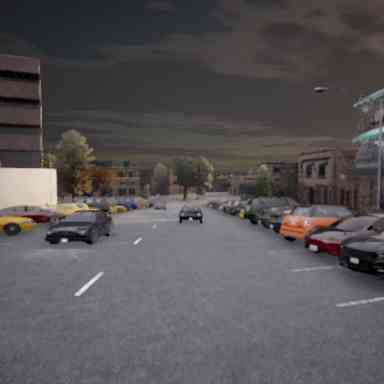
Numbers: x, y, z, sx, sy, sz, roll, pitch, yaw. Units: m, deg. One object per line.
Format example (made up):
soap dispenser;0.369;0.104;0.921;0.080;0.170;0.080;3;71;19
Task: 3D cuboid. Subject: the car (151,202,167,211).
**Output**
car;-5.459;2.434;57.702;1.837;1.490;4.892;0;-1;0

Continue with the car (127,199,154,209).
car;-11.540;2.650;74.704;5.566;2.045;2.435;0;-2;-19

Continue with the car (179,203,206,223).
car;-0.088;1.787;27.213;1.895;1.301;4.718;0;-1;0

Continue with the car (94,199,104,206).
car;-11.728;1.790;32.606;5.366;1.575;1.946;0;-1;-20

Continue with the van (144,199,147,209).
van;-11.789;2.431;65.646;4.442;1.987;1.878;0;-1;-19

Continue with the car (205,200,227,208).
car;5.556;2.771;76.706;4.553;1.767;2.185;1;-2;-21

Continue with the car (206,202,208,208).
car;5.695;2.494;61.921;5.366;1.575;1.946;1;-1;-21

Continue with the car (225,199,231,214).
car;6.254;1.750;32.647;5.008;1.535;2.097;1;-2;-20

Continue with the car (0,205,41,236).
car;-11.272;1.560;17.780;5.366;1.575;1.946;-1;-1;-20

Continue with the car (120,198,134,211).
car;-11.747;1.914;47.632;5.566;2.045;2.435;0;-1;-21

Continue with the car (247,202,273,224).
car;6.345;1.566;20.918;4.892;1.521;2.231;1;-1;-20

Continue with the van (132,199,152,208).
van;-11.635;2.757;77.646;4.442;1.987;1.878;0;-1;-19

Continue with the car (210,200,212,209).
car;6.020;2.264;53.183;5.008;1.535;2.097;1;-1;-21

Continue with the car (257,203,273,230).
car;6.362;1.537;17.980;4.892;1.521;2.231;1;-1;-20

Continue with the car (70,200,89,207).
car;-11.330;1.677;26.753;5.366;1.575;1.946;0;-1;-20

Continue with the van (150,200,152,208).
van;-11.497;2.593;71.734;4.442;1.987;1.878;0;-2;-19

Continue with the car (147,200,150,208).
car;-11.613;2.612;68.696;4.553;1.767;2.185;0;-1;-19

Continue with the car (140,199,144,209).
car;-11.739;2.494;59.675;4.892;1.521;2.231;0;-2;-20

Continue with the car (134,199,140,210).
car;-11.779;2.078;53.648;5.566;2.045;2.435;0;-1;-20

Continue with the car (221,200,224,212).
car;6.206;1.919;38.508;4.674;1.452;2.002;1;-1;-21

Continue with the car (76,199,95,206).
car;-11.700;1.733;29.614;5.366;1.575;1.946;0;-1;-20

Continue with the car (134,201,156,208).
car;-11.478;3.064;80.678;5.008;1.535;2.097;0;-1;-19

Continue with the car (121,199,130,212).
car;-11.510;2.080;44.709;5.366;1.575;1.946;0;-2;-21

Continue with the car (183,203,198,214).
car;-0.205;2.144;43.611;1.895;1.301;4.718;0;-2;0

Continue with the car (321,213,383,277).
car;6.409;1.478;9.180;5.008;1.535;2.097;1;0;-20

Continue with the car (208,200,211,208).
car;5.927;2.422;59.053;5.008;1.535;2.097;1;-1;-21

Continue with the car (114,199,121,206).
car;-11.439;1.923;38.719;5.366;1.575;1.946;0;-2;-20

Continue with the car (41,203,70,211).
car;-11.453;1.667;23.710;4.792;1.488;2.163;-1;-1;-20

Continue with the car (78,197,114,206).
car;-11.610;1.605;35.655;5.566;2.045;2.435;0;-1;-20

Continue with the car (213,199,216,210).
car;6.087;2.108;47.318;4.892;1.521;2.231;1;-2;-21

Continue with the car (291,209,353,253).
car;6.367;1.521;12.098;4.792;1.488;2.163;1;0;-20

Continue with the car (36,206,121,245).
car;-5.130;1.597;16.022;2.033;1.411;5.357;0;-1;0

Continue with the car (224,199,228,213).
car;6.204;1.686;35.580;4.553;1.767;2.185;1;-2;-20

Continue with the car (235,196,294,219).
car;6.362;1.354;23.868;5.566;2.045;2.435;1;-1;-20

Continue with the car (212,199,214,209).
car;6.050;2.187;50.249;4.892;1.521;2.231;1;-2;-21

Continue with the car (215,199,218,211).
car;6.127;2.028;44.382;5.008;1.535;2.097;1;-2;-21

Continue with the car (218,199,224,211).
car;6.140;1.826;41.444;4.553;1.767;2.185;1;-2;-21

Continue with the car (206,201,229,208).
car;5.671;2.848;73.773;4.792;1.488;2.163;1;-2;-21

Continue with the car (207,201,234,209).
car;5.769;2.659;67.864;5.008;1.535;2.097;1;-1;-21

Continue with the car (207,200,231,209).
car;5.675;2.612;70.809;4.553;1.767;2.185;1;-2;-21

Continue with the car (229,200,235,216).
car;6.293;1.697;29.717;5.008;1.535;2.097;1;-1;-20

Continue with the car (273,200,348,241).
car;6.352;1.384;15.042;4.553;1.767;2.185;1;-1;-20

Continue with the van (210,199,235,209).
van;5.929;2.357;64.972;4.442;1.987;1.878;1;-2;-21
